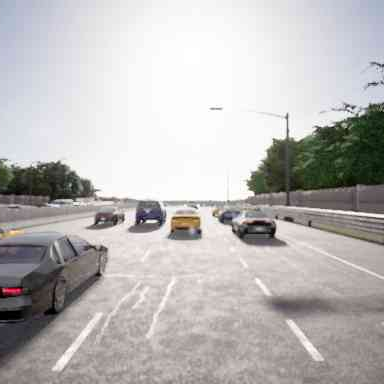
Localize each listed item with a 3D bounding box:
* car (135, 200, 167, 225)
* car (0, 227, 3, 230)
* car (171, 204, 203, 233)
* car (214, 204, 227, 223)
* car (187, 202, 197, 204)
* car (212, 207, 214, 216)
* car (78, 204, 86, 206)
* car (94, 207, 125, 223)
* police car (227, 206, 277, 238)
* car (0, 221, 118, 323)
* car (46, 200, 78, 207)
[{"bbox_3d":[-3.403,1.669,28.225,2.150,2.045,5.566,0,-1,0],"label":"car"},{"bbox_3d":[-6.900,1.603,10.128,1.882,1.535,5.008,0,-1,0],"label":"car"},{"bbox_3d":[-0.324,1.806,22.349,1.882,1.535,5.008,0,-1,2],"label":"car"},{"bbox_3d":[3.496,2.007,30.677,2.163,1.488,4.792,0,-1,0],"label":"car"},{"bbox_3d":[0.073,2.964,61.559,1.895,1.301,4.718,0,-2,0],"label":"car"},{"bbox_3d":[3.495,2.240,41.848,1.801,1.575,5.366,0,-2,0],"label":"car"},{"bbox_3d":[-21.010,2.994,62.964,1.895,1.301,4.718,0,-2,0],"label":"car"},{"bbox_3d":[-6.903,1.972,28.143,1.812,1.442,4.674,0,-1,0],"label":"car"},{"bbox_3d":[3.498,1.783,19.635,2.038,1.542,4.974,0,-1,0],"label":"police car"},{"bbox_3d":[-3.400,1.640,7.665,2.033,1.411,5.357,0,-1,0],"label":"car"},{"bbox_3d":[-17.518,2.056,44.134,2.150,2.045,5.566,0,0,0],"label":"car"}]
